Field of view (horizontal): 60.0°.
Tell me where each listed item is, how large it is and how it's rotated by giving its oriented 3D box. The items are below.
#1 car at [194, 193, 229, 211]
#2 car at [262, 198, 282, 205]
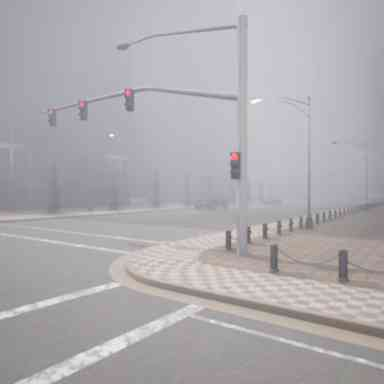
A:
[{"bbox_3d":[2.460,1.157,40.900,2.150,2.045,5.566,0,0,36],"label":"car"},{"bbox_3d":[13.493,1.602,55.993,1.895,1.301,4.718,0,0,36],"label":"car"}]
